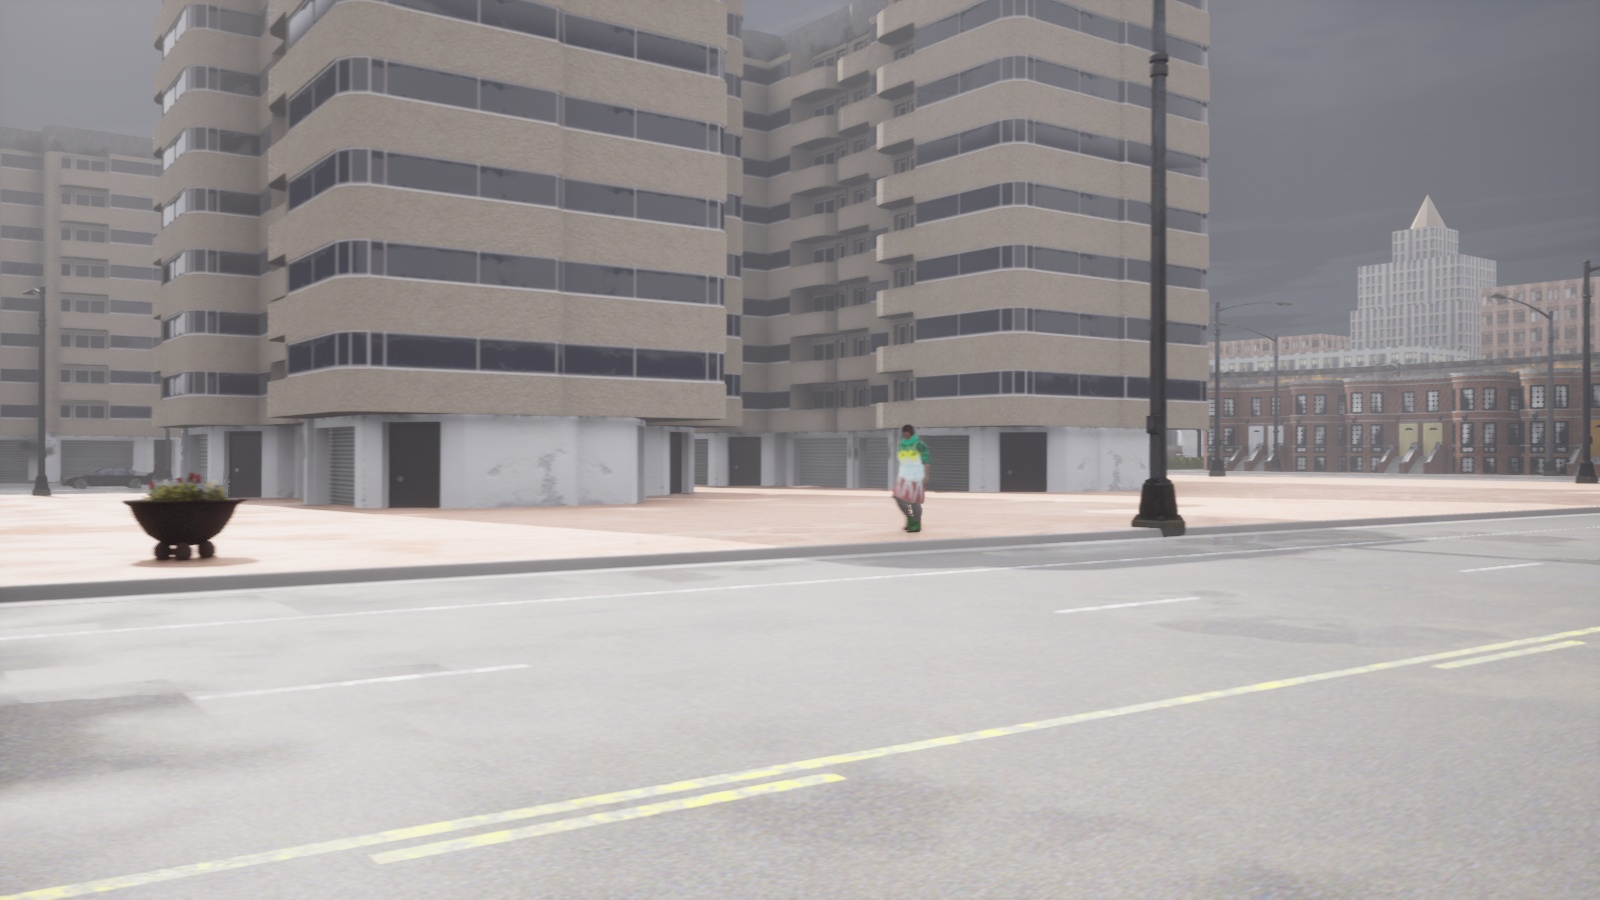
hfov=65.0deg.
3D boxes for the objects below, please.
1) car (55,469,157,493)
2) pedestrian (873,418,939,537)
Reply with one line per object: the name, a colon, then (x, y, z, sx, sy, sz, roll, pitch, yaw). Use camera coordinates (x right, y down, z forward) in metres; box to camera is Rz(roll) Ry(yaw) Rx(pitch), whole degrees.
car: (-43.457, 1.940, 78.695, 5.357, 1.411, 2.033, 0, 0, -36)
pedestrian: (1.777, 0.448, 21.067, 0.873, 1.952, 0.659, 0, 0, -38)
